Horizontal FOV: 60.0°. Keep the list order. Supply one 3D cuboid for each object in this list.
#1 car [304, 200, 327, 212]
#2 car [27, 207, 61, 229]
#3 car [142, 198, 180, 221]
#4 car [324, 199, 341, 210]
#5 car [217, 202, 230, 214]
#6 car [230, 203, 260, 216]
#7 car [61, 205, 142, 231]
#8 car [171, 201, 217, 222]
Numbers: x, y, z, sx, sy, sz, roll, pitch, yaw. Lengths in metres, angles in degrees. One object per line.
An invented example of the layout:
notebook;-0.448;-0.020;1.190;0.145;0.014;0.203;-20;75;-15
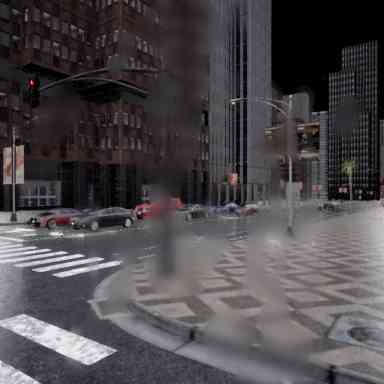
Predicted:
car;19.350;2.371;52.712;2.033;1.411;5.357;0;-1;35
car;-9.271;1.787;23.497;1.994;1.385;4.181;0;-1;36
car;-3.150;1.600;32.249;2.150;2.045;5.566;0;-1;35
car;26.071;2.507;62.283;1.837;1.490;4.892;0;-1;35
car;4.640;2.101;43.340;1.812;1.442;4.674;0;-1;36
car;6.868;2.094;40.853;1.812;1.442;4.674;0;-1;35
car;-5.982;1.748;22.542;1.837;1.490;4.892;0;-1;35
car;-0.064;1.884;30.986;2.128;1.511;4.902;0;-1;35
